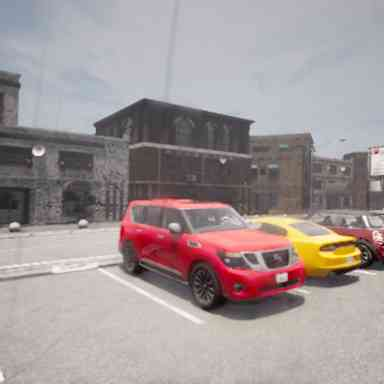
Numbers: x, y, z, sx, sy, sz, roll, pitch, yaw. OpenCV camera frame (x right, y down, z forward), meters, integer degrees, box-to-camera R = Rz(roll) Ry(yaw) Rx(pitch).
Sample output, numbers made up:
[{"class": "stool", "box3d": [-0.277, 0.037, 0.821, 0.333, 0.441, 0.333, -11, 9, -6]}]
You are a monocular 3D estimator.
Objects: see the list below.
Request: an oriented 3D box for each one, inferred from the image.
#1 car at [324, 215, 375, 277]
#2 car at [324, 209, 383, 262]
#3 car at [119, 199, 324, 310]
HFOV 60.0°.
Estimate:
[{"class": "car", "box3d": [2.413, 1.512, 10.122, 2.097, 1.535, 5.008, 1, 0, -36]}, {"class": "car", "box3d": [4.893, 1.409, 11.875, 2.185, 1.767, 4.553, 1, 0, -36]}, {"class": "car", "box3d": [0.061, 1.239, 8.398, 2.435, 2.045, 5.566, 0, 0, -36]}]
